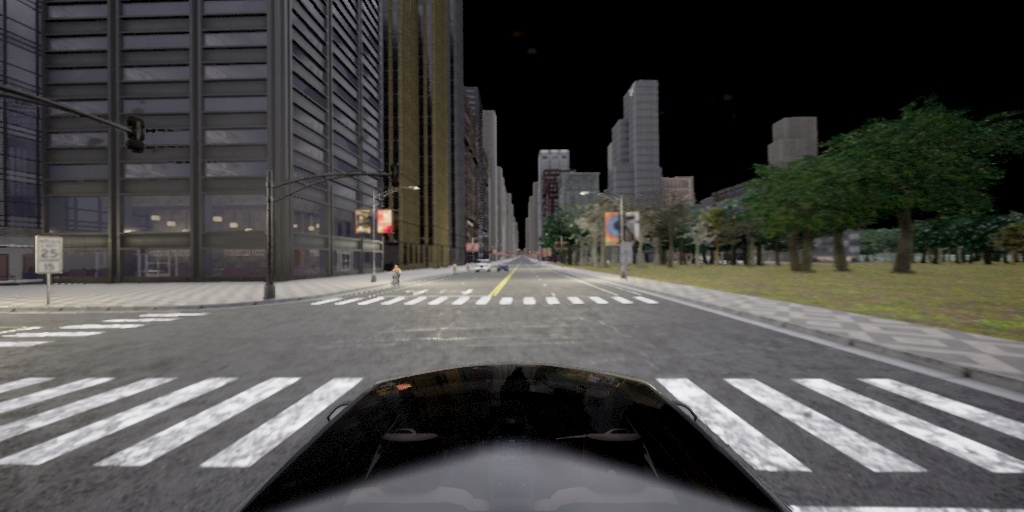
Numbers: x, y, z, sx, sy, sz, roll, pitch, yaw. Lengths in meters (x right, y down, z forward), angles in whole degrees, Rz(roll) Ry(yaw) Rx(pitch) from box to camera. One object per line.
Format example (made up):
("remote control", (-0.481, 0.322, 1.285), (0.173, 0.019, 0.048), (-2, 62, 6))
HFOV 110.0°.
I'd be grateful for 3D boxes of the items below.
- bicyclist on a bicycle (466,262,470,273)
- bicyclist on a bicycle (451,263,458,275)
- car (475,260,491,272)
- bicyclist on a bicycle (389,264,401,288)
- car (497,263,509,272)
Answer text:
("bicyclist on a bicycle", (-7.002, 1.802, 56.906), (0.866, 1.612, 1.509), (-1, -1, 2))
("bicyclist on a bicycle", (-7.370, 1.661, 46.070), (0.866, 1.612, 1.509), (0, -1, 2))
("car", (-4.705, 1.594, 59.004), (2.150, 2.045, 5.566), (0, -1, 2))
("bicyclist on a bicycle", (-7.988, 1.385, 24.674), (0.866, 1.612, 1.509), (-1, -1, 2))
("car", (-1.453, 1.893, 58.931), (2.033, 1.411, 5.357), (0, -1, 2))
